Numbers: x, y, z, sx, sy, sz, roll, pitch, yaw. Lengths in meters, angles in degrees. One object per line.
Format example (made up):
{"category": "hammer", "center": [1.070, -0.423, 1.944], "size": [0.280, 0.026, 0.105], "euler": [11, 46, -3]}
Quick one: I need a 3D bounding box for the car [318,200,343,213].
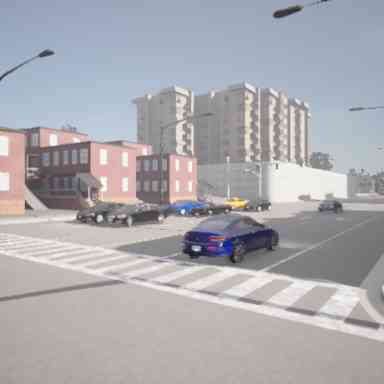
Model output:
{"category": "car", "center": [15.451, 1.544, 37.143], "size": [2.033, 1.411, 5.357], "euler": [0, 0, 33]}

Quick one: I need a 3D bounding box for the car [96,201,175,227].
{"category": "car", "center": [-3.692, 1.489, 22.750], "size": [2.128, 1.511, 4.902], "euler": [0, 0, 36]}

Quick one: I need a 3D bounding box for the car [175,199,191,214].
{"category": "car", "center": [-0.668, 1.474, 33.015], "size": [1.882, 1.535, 5.008], "euler": [0, 0, 35]}

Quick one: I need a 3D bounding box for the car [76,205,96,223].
{"category": "car", "center": [-6.374, 1.502, 25.030], "size": [1.837, 1.490, 4.892], "euler": [0, 0, 35]}

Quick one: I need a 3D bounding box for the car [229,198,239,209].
{"category": "car", "center": [5.118, 1.473, 41.084], "size": [1.882, 1.535, 5.008], "euler": [0, 0, 36]}

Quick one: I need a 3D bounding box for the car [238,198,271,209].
{"category": "car", "center": [7.581, 1.501, 38.517], "size": [1.837, 1.490, 4.892], "euler": [0, 0, 36]}

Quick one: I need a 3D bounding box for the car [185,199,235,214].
{"category": "car", "center": [1.737, 1.596, 30.357], "size": [1.895, 1.301, 4.718], "euler": [0, 0, 36]}

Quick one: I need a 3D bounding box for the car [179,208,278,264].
{"category": "car", "center": [1.478, 1.524, 11.856], "size": [1.812, 1.442, 4.674], "euler": [0, 0, 36]}
